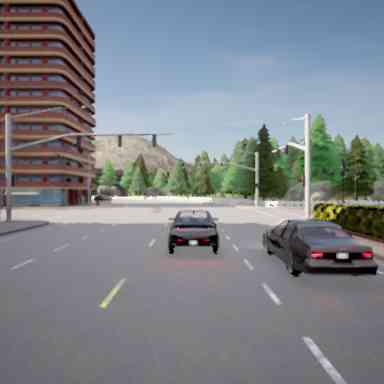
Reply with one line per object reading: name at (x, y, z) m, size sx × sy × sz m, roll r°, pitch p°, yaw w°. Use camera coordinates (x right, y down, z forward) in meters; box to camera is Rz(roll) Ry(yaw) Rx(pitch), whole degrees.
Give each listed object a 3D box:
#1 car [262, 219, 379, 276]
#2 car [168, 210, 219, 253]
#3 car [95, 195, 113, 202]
car at (3.542, 1.541, 10.286) m, size 2.033 × 1.411 × 5.357 m, roll 0°, pitch 0°, yaw 1°
car at (0.065, 1.482, 13.567) m, size 2.128 × 1.511 × 4.902 m, roll 0°, pitch 0°, yaw 0°
car at (-19.324, 1.452, 72.631) m, size 4.892 × 1.490 × 1.837 m, roll 0°, pitch 0°, yaw 41°
